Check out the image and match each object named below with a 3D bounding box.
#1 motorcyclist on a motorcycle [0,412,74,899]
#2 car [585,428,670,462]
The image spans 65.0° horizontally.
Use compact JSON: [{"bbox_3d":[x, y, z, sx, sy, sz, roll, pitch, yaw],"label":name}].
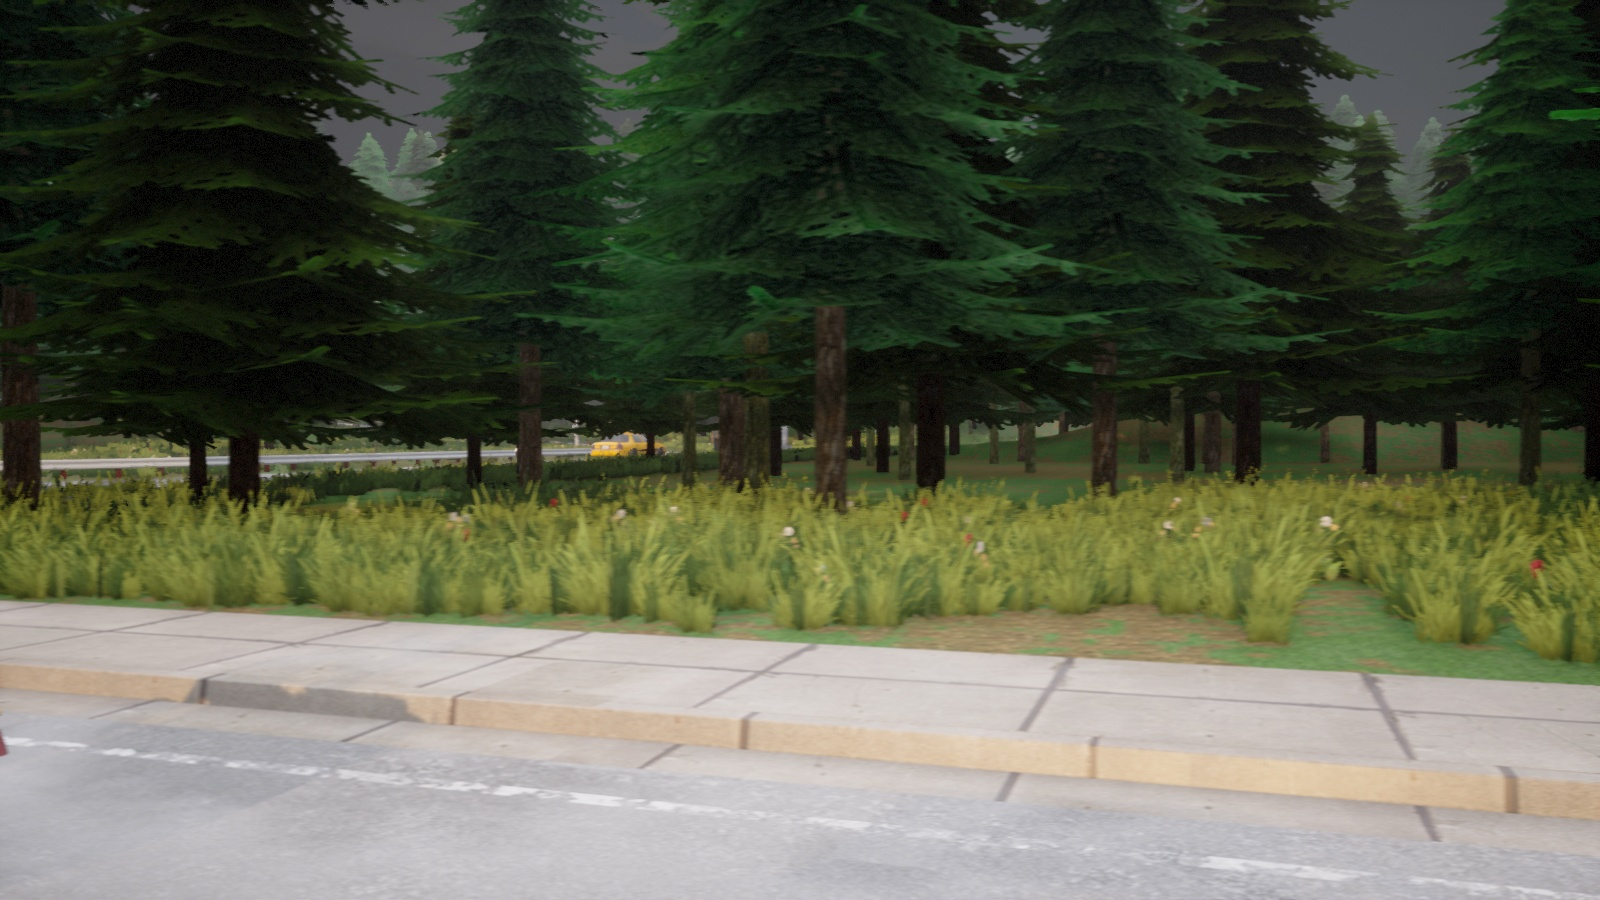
[{"bbox_3d":[-3.825,0.691,4.480,2.350,1.649,0.766,0,1,19],"label":"motorcyclist on a motorcycle"},{"bbox_3d":[-8.337,-0.271,61.107,1.801,1.575,5.366,1,1,20],"label":"car"}]
